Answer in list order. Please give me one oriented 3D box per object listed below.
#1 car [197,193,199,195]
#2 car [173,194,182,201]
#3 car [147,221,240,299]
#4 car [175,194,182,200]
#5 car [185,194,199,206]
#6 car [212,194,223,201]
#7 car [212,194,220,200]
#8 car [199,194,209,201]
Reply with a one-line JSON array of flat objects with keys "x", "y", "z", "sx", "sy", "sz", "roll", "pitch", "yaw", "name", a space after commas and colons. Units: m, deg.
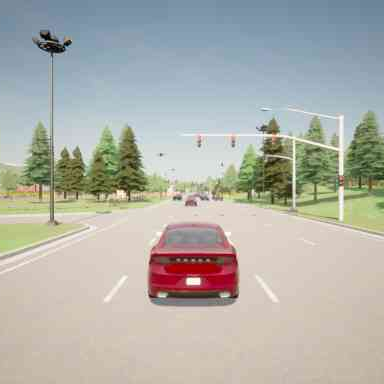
[{"x": 3.232, "y": 1.357, "z": 94.187, "sx": 2.128, "sy": 1.511, "sz": 4.902, "roll": 0, "pitch": 0, "yaw": 0, "name": "car"}, {"x": -3.738, "y": 1.469, "z": 83.747, "sx": 1.882, "sy": 1.535, "sz": 5.008, "roll": 0, "pitch": 0, "yaw": 0, "name": "car"}, {"x": 0.039, "y": 1.478, "z": 8.542, "sx": 1.882, "sy": 1.535, "sz": 5.008, "roll": 0, "pitch": 0, "yaw": 0, "name": "car"}, {"x": -3.768, "y": 1.310, "z": 94.167, "sx": 1.882, "sy": 1.535, "sz": 5.008, "roll": 0, "pitch": 0, "yaw": 0, "name": "car"}, {"x": -0.150, "y": 1.525, "z": 53.145, "sx": 1.812, "sy": 1.442, "sz": 4.674, "roll": 0, "pitch": 0, "yaw": 0, "name": "car"}, {"x": 6.762, "y": 1.516, "z": 83.778, "sx": 2.128, "sy": 1.511, "sz": 4.902, "roll": 0, "pitch": 0, "yaw": 0, "name": "car"}, {"x": 6.732, "y": 1.372, "z": 94.197, "sx": 2.033, "sy": 1.411, "sz": 5.357, "roll": 0, "pitch": 0, "yaw": 0, "name": "car"}, {"x": 3.261, "y": 1.516, "z": 84.184, "sx": 1.812, "sy": 1.442, "sz": 4.674, "roll": 0, "pitch": 0, "yaw": 0, "name": "car"}]
